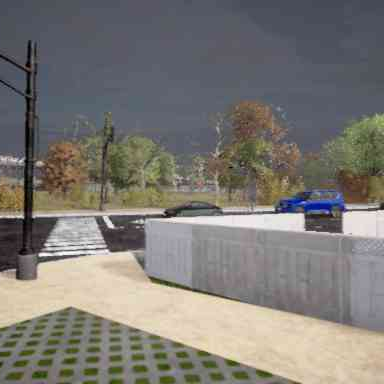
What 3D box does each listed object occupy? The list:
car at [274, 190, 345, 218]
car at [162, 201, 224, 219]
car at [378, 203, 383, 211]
[{"bbox_3d":[9.171,0.909,25.800,5.566,2.045,2.150,0,2,-18],"label":"car"},{"bbox_3d":[0.059,1.315,22.767,4.181,1.385,1.994,0,2,-18],"label":"car"},{"bbox_3d":[18.698,1.229,28.992,4.718,1.301,1.895,0,2,-19],"label":"car"}]
